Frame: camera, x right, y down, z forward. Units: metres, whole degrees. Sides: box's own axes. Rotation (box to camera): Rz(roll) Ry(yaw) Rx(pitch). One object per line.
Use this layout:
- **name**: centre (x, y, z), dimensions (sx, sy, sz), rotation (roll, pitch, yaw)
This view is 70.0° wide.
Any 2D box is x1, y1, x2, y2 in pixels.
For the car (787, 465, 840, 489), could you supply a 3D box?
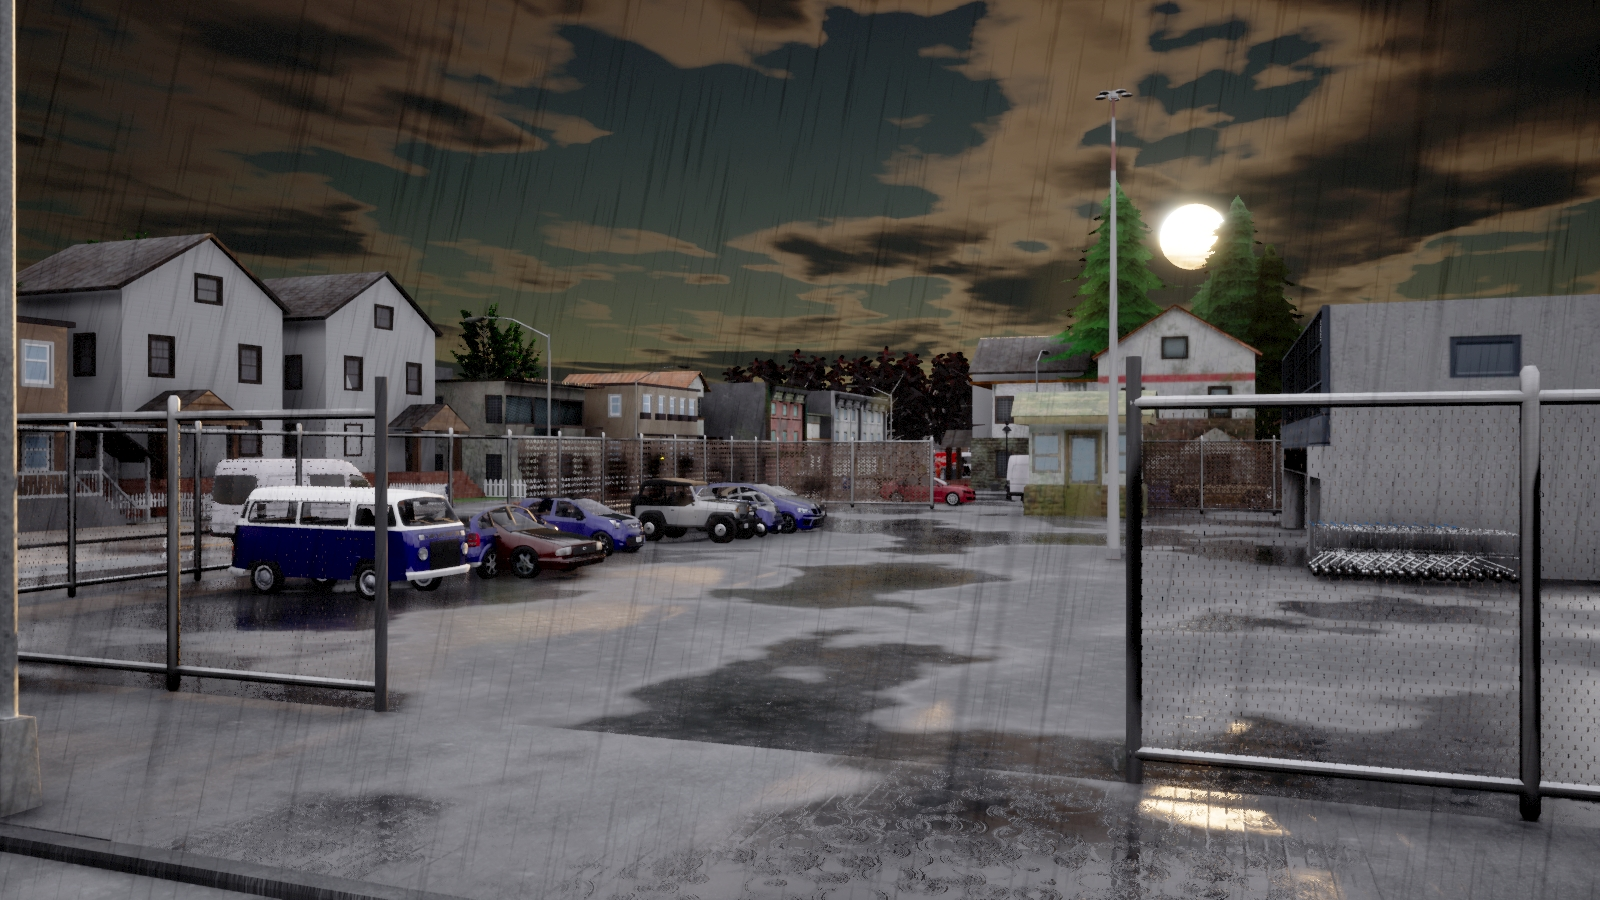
- **car**: centre (0.957, 1.818, 77.827), dimensions (2.097, 1.535, 5.006), rotation (0, 0, 20)

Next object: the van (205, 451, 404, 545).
- **van**: centre (-14.800, 1.319, 34.618), dimensions (1.988, 2.561, 5.915), rotation (0, 0, 20)

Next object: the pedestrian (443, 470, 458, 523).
- **pedestrian**: centre (-12.380, 1.633, 40.435), dimensions (0.375, 1.860, 0.375), rotation (0, 0, 8)

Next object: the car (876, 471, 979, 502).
- **car**: centre (6.523, 1.843, 58.394), dimensions (4.892, 1.480, 2.231), rotation (0, 0, 19)
